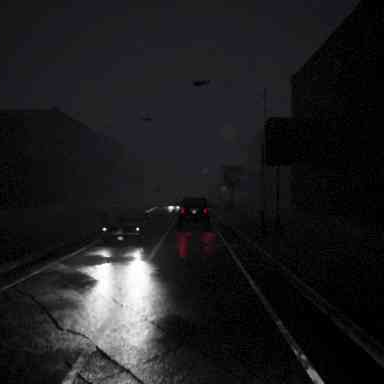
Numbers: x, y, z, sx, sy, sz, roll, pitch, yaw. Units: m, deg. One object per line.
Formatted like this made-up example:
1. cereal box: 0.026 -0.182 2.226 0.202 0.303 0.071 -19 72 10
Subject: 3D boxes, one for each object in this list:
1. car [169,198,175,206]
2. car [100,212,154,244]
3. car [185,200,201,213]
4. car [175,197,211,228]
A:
1. car: -2.938 1.787 58.786 1.895 1.301 4.718 0 0 1
2. car: -3.070 1.701 16.560 1.895 1.301 4.718 0 0 0
3. car: 0.176 1.771 41.577 1.895 1.301 4.718 0 0 0
4. car: 0.144 1.347 23.583 2.150 2.045 5.566 0 0 0
